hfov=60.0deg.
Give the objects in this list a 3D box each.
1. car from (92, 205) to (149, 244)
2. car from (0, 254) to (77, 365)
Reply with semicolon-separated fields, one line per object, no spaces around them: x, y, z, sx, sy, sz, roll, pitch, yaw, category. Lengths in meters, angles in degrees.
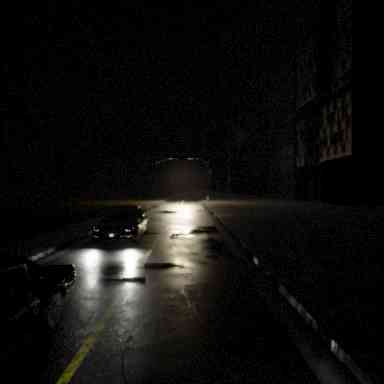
-3.129;1.406;15.343;1.837;1.490;4.892;0;1;0;car
-3.110;1.576;4.063;1.895;1.301;4.718;0;0;0;car
